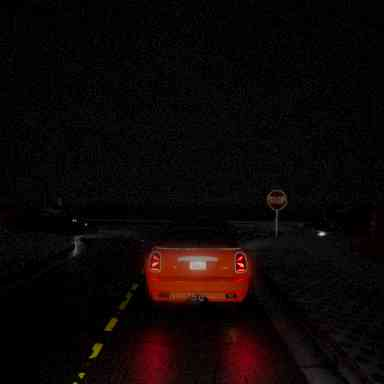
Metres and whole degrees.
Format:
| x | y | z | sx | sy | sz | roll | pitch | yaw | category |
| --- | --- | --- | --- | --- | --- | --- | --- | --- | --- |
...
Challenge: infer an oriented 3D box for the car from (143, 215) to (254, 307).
| x | y | z | sx | sy | sz | roll | pitch | yaw | category |
| --- | --- | --- | --- | --- | --- | --- | --- | --- | --- |
| 0.182 | 1.354 | 8.150 | 2.097 | 1.767 | 4.553 | 0 | 0 | 2 | car |

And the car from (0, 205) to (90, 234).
| x | y | z | sx | sy | sz | roll | pitch | yaw | category |
| --- | --- | --- | --- | --- | --- | --- | --- | --- | --- |
| -7.902 | 1.429 | 17.941 | 4.674 | 1.442 | 1.812 | 1 | -1 | 8 | car |

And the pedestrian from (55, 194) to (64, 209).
| x | y | z | sx | sy | sz | roll | pitch | yaw | category |
| --- | --- | --- | --- | --- | --- | --- | --- | --- | --- |
| -9.673 | 1.069 | 24.313 | 0.375 | 1.860 | 0.375 | 0 | -1 | 0 | pedestrian |

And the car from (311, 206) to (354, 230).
| x | y | z | sx | sy | sz | roll | pitch | yaw | category |
| --- | --- | --- | --- | --- | --- | --- | --- | --- | --- |
| 10.332 | 1.635 | 21.506 | 5.008 | 1.535 | 1.882 | 1 | 0 | 0 | car |
